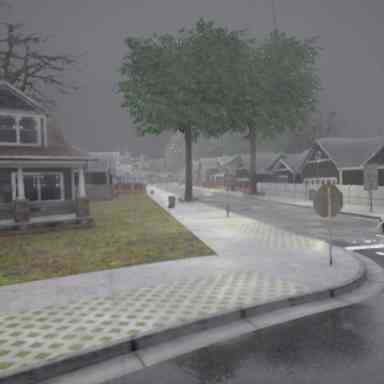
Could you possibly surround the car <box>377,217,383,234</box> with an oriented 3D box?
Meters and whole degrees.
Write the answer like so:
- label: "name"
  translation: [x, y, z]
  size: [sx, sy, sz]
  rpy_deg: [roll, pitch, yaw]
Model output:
- label: "car"
  translation: [9.045, 1.145, 11.892]
  size: [1.812, 1.442, 4.674]
  rpy_deg: [-5, 3, -21]
